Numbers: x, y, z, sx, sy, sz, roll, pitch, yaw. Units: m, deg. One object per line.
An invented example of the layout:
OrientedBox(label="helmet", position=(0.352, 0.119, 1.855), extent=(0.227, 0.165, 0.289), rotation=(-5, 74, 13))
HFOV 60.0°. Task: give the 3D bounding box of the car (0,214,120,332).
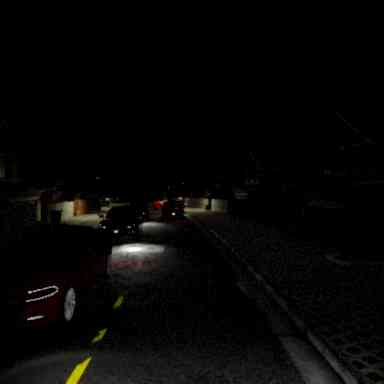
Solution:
OrientedBox(label="car", position=(-3.042, 1.480, 7.228), extent=(1.882, 1.535, 5.008), rotation=(0, 0, -2))

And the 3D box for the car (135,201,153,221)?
OrientedBox(label="car", position=(-4.451, 1.550, 27.572), extent=(1.837, 1.490, 4.892), rotation=(0, 0, -6))

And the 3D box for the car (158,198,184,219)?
OrientedBox(label="car", position=(-1.790, 1.550, 29.569), extent=(1.837, 1.490, 4.892), rotation=(0, 0, -7))

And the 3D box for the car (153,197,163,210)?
OrientedBox(label="car", position=(-4.375, 1.542, 46.300), extent=(2.097, 1.767, 4.553), rotation=(0, -1, -10))

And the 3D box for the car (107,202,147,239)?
OrientedBox(label="car", position=(-3.561, 1.513, 17.219), extent=(1.837, 1.490, 4.892), rotation=(0, 0, -4))
